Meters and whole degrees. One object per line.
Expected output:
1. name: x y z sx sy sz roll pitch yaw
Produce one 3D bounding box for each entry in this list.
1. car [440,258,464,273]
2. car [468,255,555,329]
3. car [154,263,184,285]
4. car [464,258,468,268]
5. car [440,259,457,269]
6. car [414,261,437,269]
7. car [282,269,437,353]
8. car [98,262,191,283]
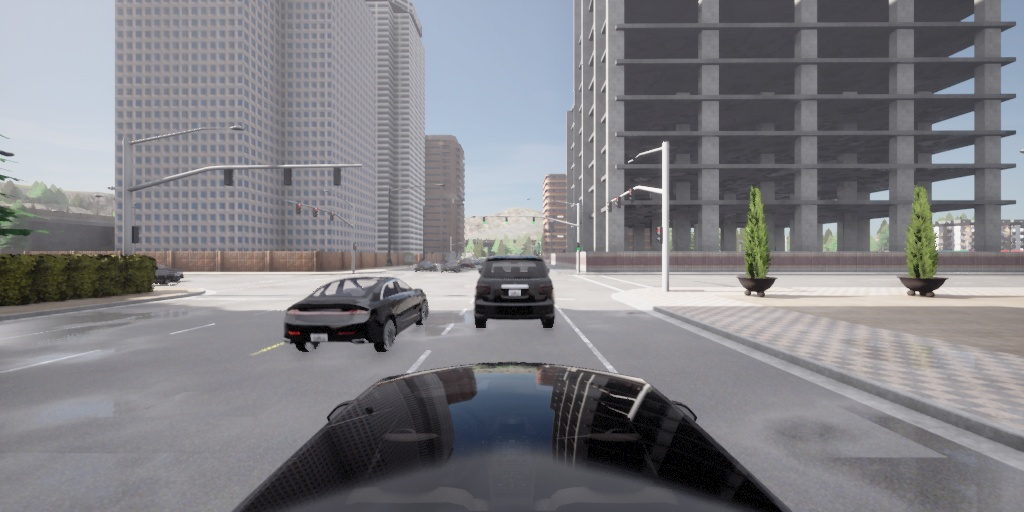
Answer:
1. car: -7.298 1.268 42.965 1.837 1.490 4.892 0 0 0
2. car: 0.072 0.976 11.407 2.150 2.045 5.566 0 0 0
3. car: -25.656 1.304 23.977 5.357 1.411 2.033 0 0 0
4. car: -7.055 1.119 56.144 2.097 1.767 4.553 0 0 1
5. car: -10.579 1.272 59.679 1.837 1.490 4.892 0 0 1
6. car: -10.830 1.328 45.253 1.994 1.385 4.181 0 0 2
7. car: -3.438 1.245 8.852 2.128 1.511 4.902 0 0 0
8. car: -28.047 1.250 27.494 4.902 1.511 2.128 0 0 0
